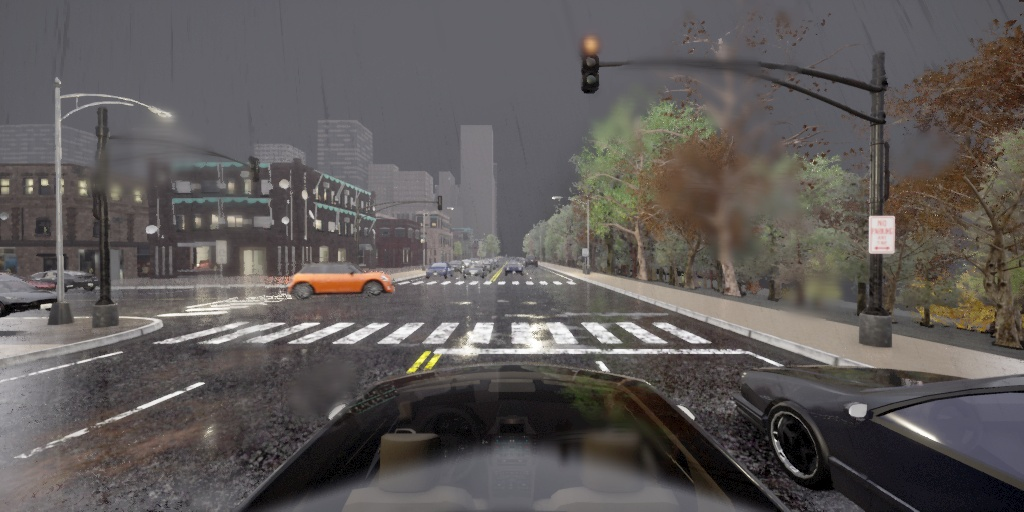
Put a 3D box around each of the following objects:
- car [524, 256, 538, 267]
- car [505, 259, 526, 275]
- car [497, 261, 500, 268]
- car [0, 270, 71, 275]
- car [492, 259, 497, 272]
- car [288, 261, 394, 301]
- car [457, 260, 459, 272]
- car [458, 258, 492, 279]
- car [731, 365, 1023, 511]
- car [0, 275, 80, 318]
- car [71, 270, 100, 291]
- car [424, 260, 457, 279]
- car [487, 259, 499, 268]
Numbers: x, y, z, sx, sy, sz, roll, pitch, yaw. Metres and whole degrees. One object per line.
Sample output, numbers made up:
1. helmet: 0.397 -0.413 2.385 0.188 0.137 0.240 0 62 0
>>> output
1. car: 3.428 0.948 64.252 2.150 2.045 5.566 0 0 0
2. car: 0.175 1.339 38.955 1.895 1.301 4.718 0 0 0
3. car: -3.278 1.224 51.776 2.128 1.511 4.902 0 0 0
4. car: -23.942 1.496 16.398 5.008 1.535 1.882 0 1 0
5. car: -3.292 1.228 42.373 2.128 1.511 4.902 0 0 0
6. car: -8.199 1.110 17.595 4.553 1.767 2.097 -1 0 -15
7. car: -6.543 1.241 42.241 1.837 1.490 4.892 0 0 0
8. car: -3.305 1.232 32.968 2.128 1.511 4.902 0 0 0
9. car: 3.350 1.297 1.504 2.033 1.411 5.357 0 0 0
10. car: -19.932 1.564 13.681 4.313 1.339 1.948 0 0 0
11. car: -28.255 1.559 22.204 4.403 1.370 2.007 0 0 0
12. car: -6.557 1.266 32.981 1.812 1.442 4.674 0 0 0
13. car: -3.240 1.253 61.777 1.812 1.442 4.674 0 0 1
